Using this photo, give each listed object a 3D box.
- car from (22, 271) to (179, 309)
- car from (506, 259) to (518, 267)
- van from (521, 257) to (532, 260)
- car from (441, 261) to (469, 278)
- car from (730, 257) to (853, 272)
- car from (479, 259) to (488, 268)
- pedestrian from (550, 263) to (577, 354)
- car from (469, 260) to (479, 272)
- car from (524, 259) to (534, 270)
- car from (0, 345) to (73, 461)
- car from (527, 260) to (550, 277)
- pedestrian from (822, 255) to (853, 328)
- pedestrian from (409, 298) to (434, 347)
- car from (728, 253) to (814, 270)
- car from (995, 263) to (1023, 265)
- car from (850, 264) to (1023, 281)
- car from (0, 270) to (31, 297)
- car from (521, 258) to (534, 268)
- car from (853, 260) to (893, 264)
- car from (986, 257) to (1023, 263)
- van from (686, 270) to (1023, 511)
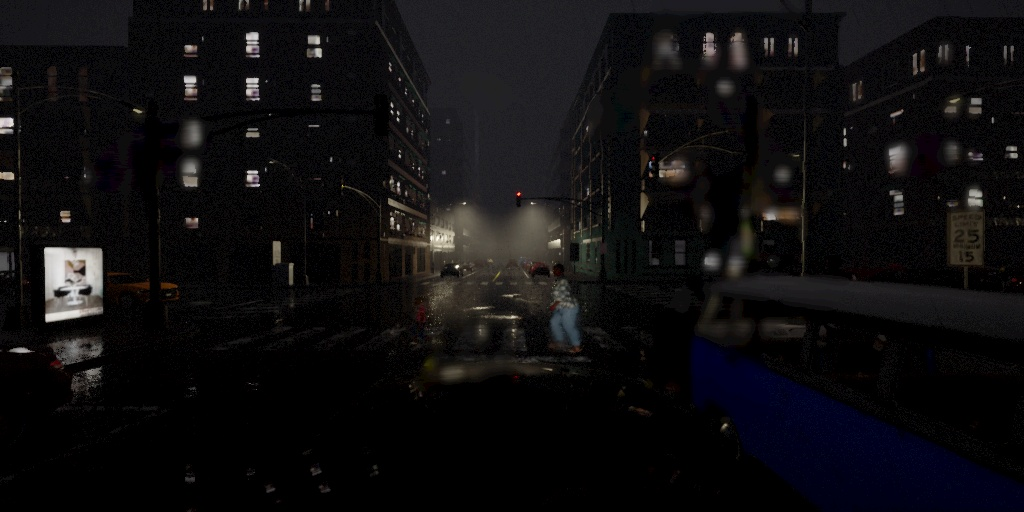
[{"bbox_3d":[-17.621,1.473,15.724,5.008,1.535,1.882,-1,0,-2],"label":"car"},{"bbox_3d":[0.009,1.291,64.057,1.812,1.442,4.674,0,0,0],"label":"car"},{"bbox_3d":[2.698,1.101,56.694,1.690,1.789,3.998,0,0,0],"label":"van"},{"bbox_3d":[-5.687,1.317,34.614,1.948,1.339,4.313,0,0,0],"label":"car"},{"bbox_3d":[14.801,1.004,19.157,4.892,1.490,1.837,-1,0,0],"label":"car"},{"bbox_3d":[-5.682,1.309,62.232,1.888,1.381,4.507,0,0,0],"label":"car"},{"bbox_3d":[1.052,1.043,7.366,0.375,1.860,0.375,0,0,0],"label":"pedestrian"},{"bbox_3d":[-5.685,1.321,45.661,1.948,1.339,4.313,0,0,0],"label":"car"},{"bbox_3d":[2.695,1.319,40.124,1.948,1.339,4.313,0,0,0],"label":"car"},{"bbox_3d":[-5.693,1.332,2.209,1.802,1.307,4.207,0,0,0],"label":"car"},{"bbox_3d":[2.694,1.333,34.601,1.802,1.307,4.207,0,0,0],"label":"car"},{"bbox_3d":[6.043,0.890,6.738,0.375,1.860,0.375,0,0,0],"label":"pedestrian"},{"bbox_3d":[-2.016,1.043,7.965,0.375,1.860,0.375,0,0,0],"label":"pedestrian"},{"bbox_3d":[15.775,0.780,21.758,5.009,1.841,2.192,0,0,0],"label":"car"},{"bbox_3d":[21.365,1.032,13.417,4.207,1.307,1.802,0,0,0],"label":"car"},{"bbox_3d":[15.795,1.097,13.378,4.313,1.339,1.948,0,0,0],"label":"car"},{"bbox_3d":[-30.258,1.573,21.565,4.097,1.591,1.967,0,0,0],"label":"car"},{"bbox_3d":[2.697,1.303,51.171,1.888,1.381,4.507,0,0,0],"label":"car"},{"bbox_3d":[21.346,0.930,21.797,4.507,1.381,1.888,0,0,0],"label":"car"},{"bbox_3d":[26.801,0.804,19.238,5.008,1.535,1.882,-1,0,0],"label":"car"},{"bbox_3d":[2.689,1.091,2.206,1.690,1.789,3.998,0,0,0],"label":"van"}]
